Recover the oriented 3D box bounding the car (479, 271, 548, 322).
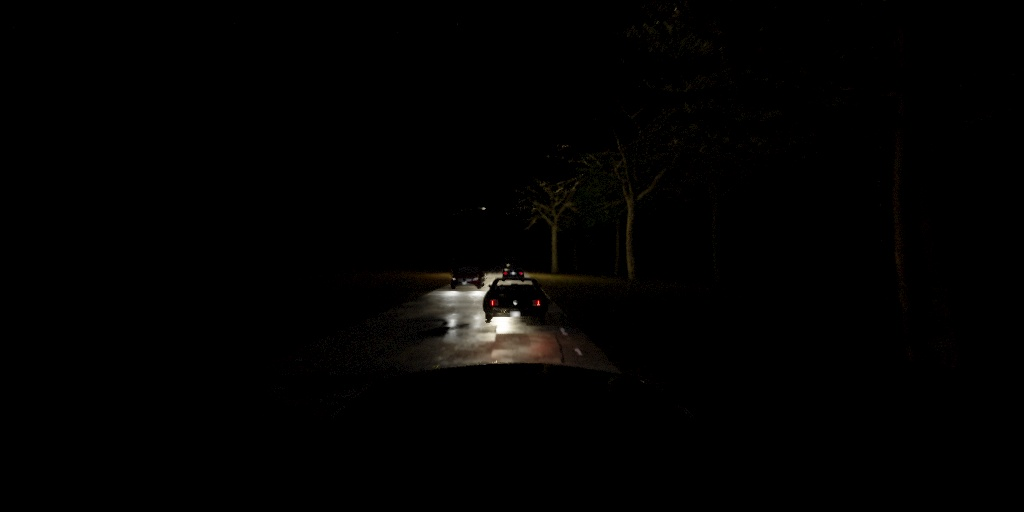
[{"bbox_3d":[0.099,1.375,12.425,1.895,1.301,4.718,0,0,0],"label":"car"}]

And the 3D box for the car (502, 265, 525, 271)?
[{"bbox_3d":[0.099,1.428,30.562,2.033,1.411,5.357,0,0,0],"label":"car"}]

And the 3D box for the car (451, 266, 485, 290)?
[{"bbox_3d":[-2.806,1.362,23.604,1.812,1.442,4.674,0,-1,1],"label":"car"}]
